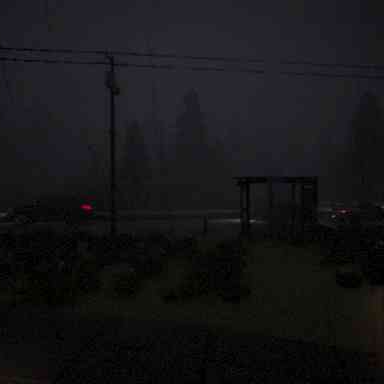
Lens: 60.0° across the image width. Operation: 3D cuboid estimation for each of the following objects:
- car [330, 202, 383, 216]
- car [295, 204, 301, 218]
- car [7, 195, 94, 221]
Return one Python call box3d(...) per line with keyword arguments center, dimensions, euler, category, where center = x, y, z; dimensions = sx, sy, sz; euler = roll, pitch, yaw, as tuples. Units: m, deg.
box3d(center=(11.843, 1.406, 22.792), dimensions=(4.674, 1.442, 1.812), euler=(0, 0, -8), category="car")
box3d(center=(6.868, 1.477, 25.757), dimensions=(4.181, 1.385, 1.994), euler=(0, 0, -8), category="car")
box3d(center=(-9.831, 1.260, 23.475), dimensions=(5.566, 2.045, 2.150), euler=(0, 0, -8), category="car")
